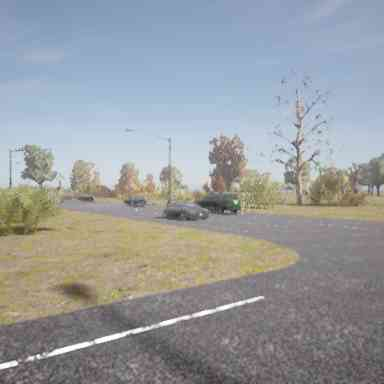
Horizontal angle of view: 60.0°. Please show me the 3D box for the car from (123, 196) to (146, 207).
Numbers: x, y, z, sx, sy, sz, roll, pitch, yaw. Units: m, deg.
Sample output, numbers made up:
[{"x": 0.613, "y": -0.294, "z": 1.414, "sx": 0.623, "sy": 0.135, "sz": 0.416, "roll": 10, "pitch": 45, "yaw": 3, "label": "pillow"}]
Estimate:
[{"x": -8.365, "y": 1.298, "z": 48.195, "sx": 1.837, "sy": 1.490, "sz": 4.892, "roll": 0, "pitch": 0, "yaw": -37, "label": "car"}]

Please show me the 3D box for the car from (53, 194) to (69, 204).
[{"x": -22.656, "y": 1.291, "z": 55.603, "sx": 1.994, "sy": 1.385, "sz": 4.181, "roll": 0, "pitch": 0, "yaw": -36, "label": "car"}]

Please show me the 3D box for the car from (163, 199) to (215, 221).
[{"x": -0.526, "y": 1.475, "z": 26.217, "sx": 1.994, "sy": 1.385, "sz": 4.181, "roll": 0, "pitch": 0, "yaw": -37, "label": "car"}]

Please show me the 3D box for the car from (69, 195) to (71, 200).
[{"x": -28.822, "y": 1.117, "z": 75.264, "sx": 1.812, "sy": 1.442, "sz": 4.674, "roll": 0, "pitch": 0, "yaw": -37, "label": "car"}]

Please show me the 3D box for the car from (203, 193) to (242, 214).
[{"x": 2.555, "y": 1.105, "z": 33.742, "sx": 2.150, "sy": 2.045, "sz": 5.566, "roll": 0, "pitch": 0, "yaw": -37, "label": "car"}]

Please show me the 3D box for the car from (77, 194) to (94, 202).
[{"x": -20.725, "y": 1.154, "z": 64.550, "sx": 1.882, "sy": 1.535, "sz": 5.008, "roll": 0, "pitch": 0, "yaw": -37, "label": "car"}]

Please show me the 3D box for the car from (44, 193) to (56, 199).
[{"x": -36.492, "y": 1.033, "z": 85.414, "sx": 1.812, "sy": 1.442, "sz": 4.674, "roll": 0, "pitch": 0, "yaw": -37, "label": "car"}]
